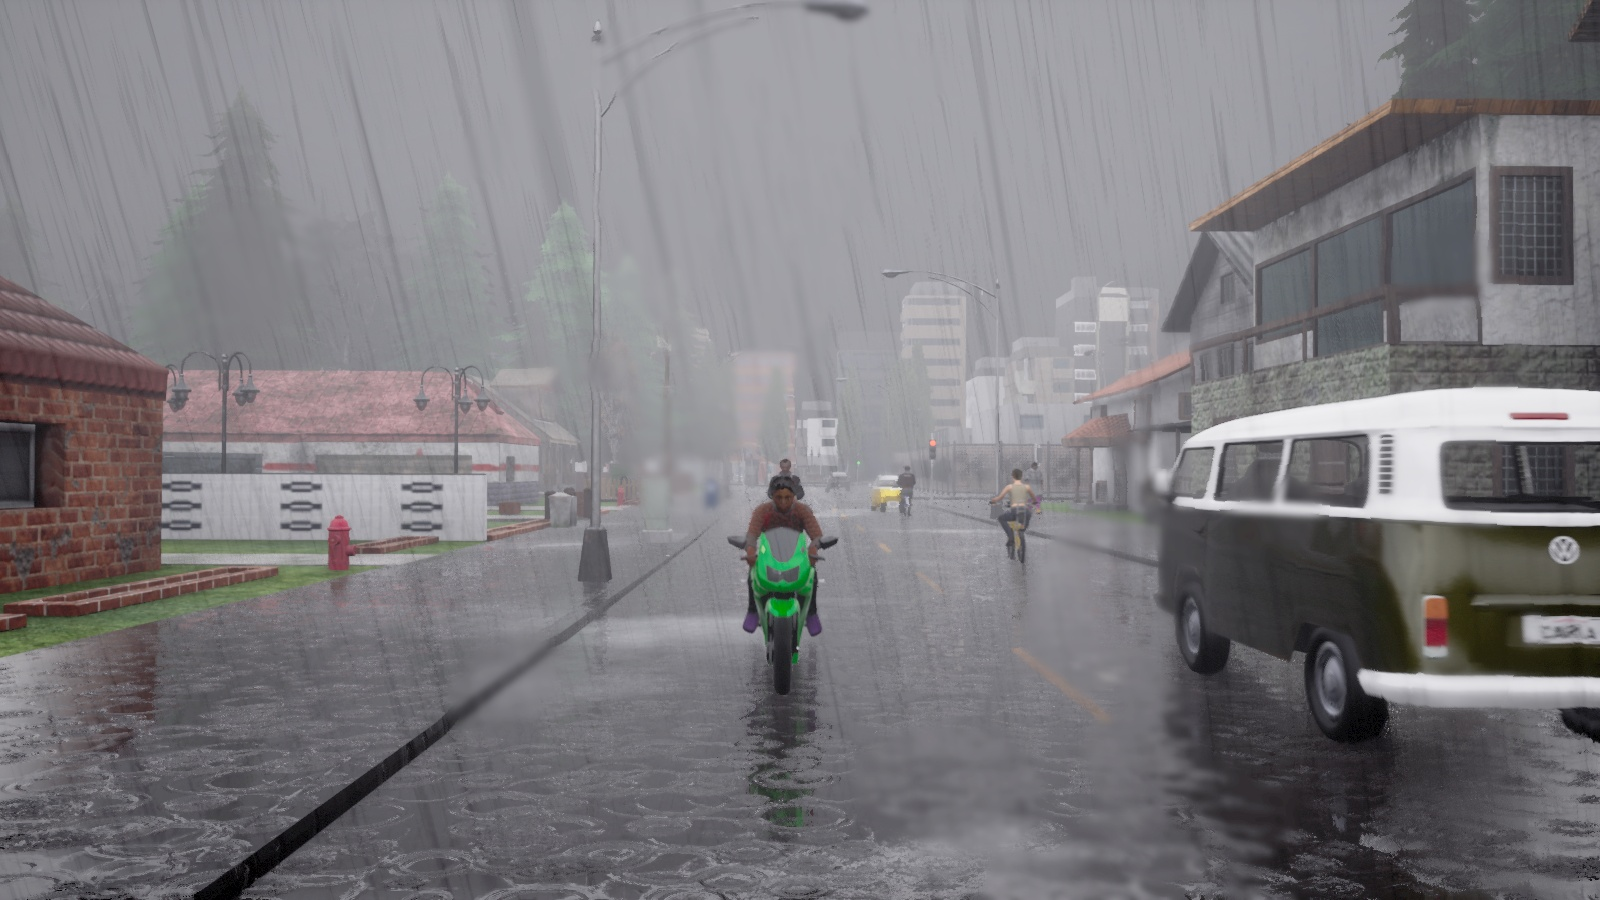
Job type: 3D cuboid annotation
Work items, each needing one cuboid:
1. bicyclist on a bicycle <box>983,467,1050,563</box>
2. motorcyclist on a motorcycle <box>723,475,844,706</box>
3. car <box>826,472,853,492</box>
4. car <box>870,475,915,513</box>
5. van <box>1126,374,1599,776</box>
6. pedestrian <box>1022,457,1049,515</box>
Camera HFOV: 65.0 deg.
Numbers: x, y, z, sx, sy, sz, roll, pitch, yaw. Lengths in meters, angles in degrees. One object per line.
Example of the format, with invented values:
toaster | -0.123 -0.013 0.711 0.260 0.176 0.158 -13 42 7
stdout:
bicyclist on a bicycle | 3.759 1.103 21.903 0.866 1.612 1.509 0 -1 -1
motorcyclist on a motorcycle | -0.119 0.954 9.362 0.797 1.523 2.044 0 -1 -1
car | 2.989 2.408 95.579 1.837 1.490 4.892 0 -1 -1
car | 3.493 1.654 47.662 1.481 1.376 2.207 0 -1 -1
van | 3.890 0.667 8.640 2.069 2.038 4.480 0 -1 -1
pedestrian | 8.042 1.210 42.864 0.659 1.952 0.873 0 -1 -6
